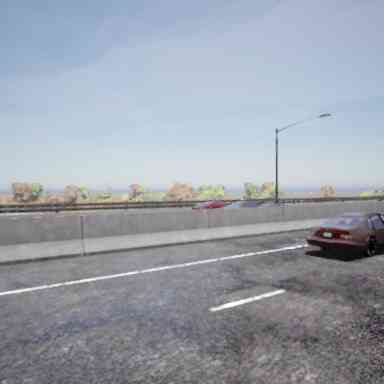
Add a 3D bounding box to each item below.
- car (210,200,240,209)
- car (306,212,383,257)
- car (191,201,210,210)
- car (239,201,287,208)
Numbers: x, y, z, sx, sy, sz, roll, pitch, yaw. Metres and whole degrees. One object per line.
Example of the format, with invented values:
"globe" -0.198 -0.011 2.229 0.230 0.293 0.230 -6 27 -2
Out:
"car" 4.471 1.463 28.670 5.357 1.411 2.033 0 0 -35
"car" 6.666 1.494 12.795 5.357 1.411 2.033 0 0 -35
"car" 1.929 1.482 31.153 4.181 1.385 1.994 0 0 -35
"car" 6.019 1.482 25.473 4.181 1.385 1.994 0 0 -35
